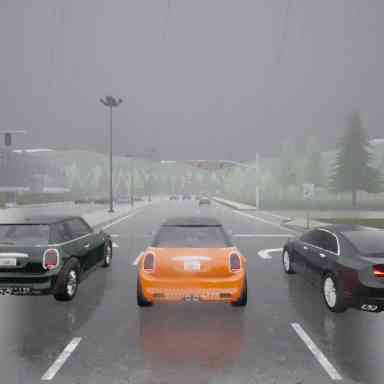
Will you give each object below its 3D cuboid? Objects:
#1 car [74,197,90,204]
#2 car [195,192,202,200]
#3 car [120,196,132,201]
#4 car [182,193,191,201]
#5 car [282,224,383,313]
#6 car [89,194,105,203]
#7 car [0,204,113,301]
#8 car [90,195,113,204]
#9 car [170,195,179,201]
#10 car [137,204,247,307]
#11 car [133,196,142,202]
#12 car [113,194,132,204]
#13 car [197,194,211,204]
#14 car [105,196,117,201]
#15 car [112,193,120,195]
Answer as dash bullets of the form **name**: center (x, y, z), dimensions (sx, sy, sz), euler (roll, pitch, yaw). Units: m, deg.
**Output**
- **car**: center (-19.890, 1.601, 60.818), dimensions (1.895, 1.301, 4.718), euler (0, 0, 1)
- **car**: center (2.140, 1.520, 88.619), dimensions (1.812, 1.442, 4.674), euler (0, 0, 0)
- **car**: center (-16.355, 1.594, 82.447), dimensions (1.895, 1.301, 4.718), euler (0, 0, 0)
- **car**: center (-1.360, 1.222, 88.282), dimensions (2.150, 2.045, 5.566), euler (0, 0, 0)
- **car**: center (3.499, 1.505, 7.653), dimensions (1.837, 1.490, 4.892), euler (0, 0, 0)
- **car**: center (-19.845, 1.355, 69.689), dimensions (2.097, 1.767, 4.553), euler (0, 0, 0)
- **car**: center (-3.500, 1.352, 8.472), dimensions (2.097, 1.767, 4.553), euler (0, 0, 0)
- **car**: center (-16.400, 1.601, 60.608), dimensions (1.895, 1.301, 4.718), euler (0, 0, 0)
- **car**: center (-4.860, 1.495, 88.543), dimensions (1.837, 1.490, 4.892), euler (0, 0, 0)
- **car**: center (0.000, 1.352, 8.150), dimensions (2.097, 1.767, 4.553), euler (0, 0, 0)
- **car**: center (-12.851, 1.553, 77.324), dimensions (1.994, 1.385, 4.181), euler (0, 0, 0)
- **car**: center (-12.888, 1.601, 62.452), dimensions (1.895, 1.301, 4.718), euler (0, 0, 0)
- **car**: center (2.166, 1.526, 57.241), dimensions (1.812, 1.442, 4.674), euler (0, 0, 0)
- **car**: center (-19.855, 1.595, 81.637), dimensions (1.895, 1.301, 4.718), euler (0, 0, 0)
- **car**: center (-16.345, 1.225, 70.271), dimensions (2.150, 2.045, 5.566), euler (0, 0, 0)
